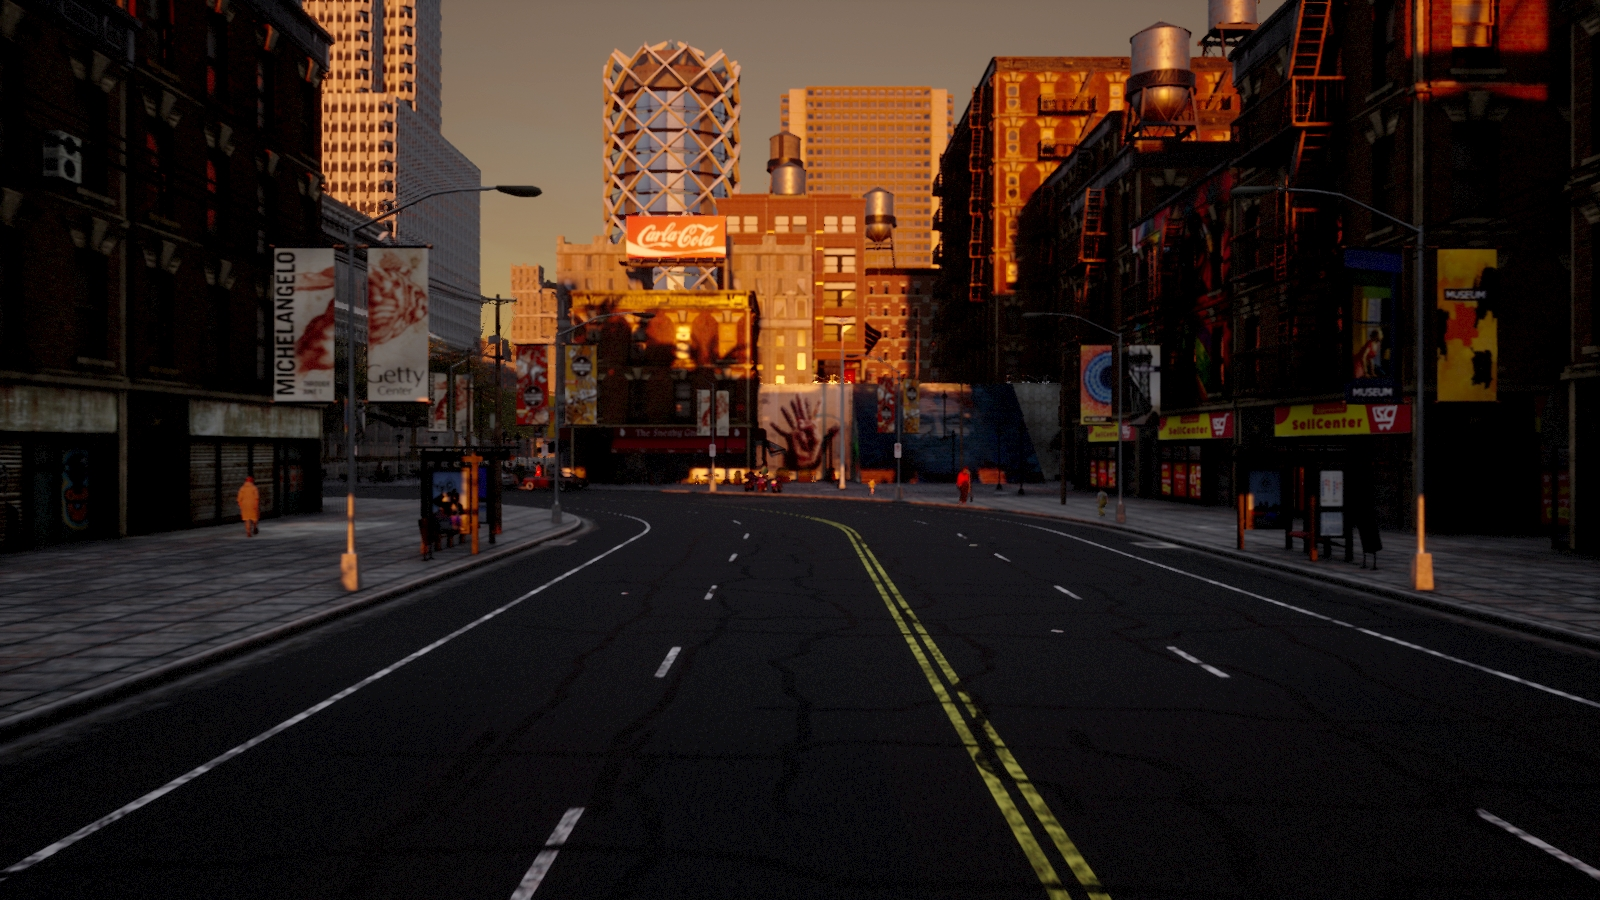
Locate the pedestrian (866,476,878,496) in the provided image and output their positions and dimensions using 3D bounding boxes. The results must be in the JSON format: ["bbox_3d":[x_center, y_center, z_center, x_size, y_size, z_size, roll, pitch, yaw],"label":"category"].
[{"bbox_3d":[4.128,2.073,65.569,0.500,1.100,0.500,0,0,-32],"label":"pedestrian"}]

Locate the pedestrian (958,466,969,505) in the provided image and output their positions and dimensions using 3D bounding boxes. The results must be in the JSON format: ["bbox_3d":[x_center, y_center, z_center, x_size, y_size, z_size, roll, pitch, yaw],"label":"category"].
[{"bbox_3d":[7.893,1.694,55.129,0.375,1.860,0.375,0,0,-18],"label":"pedestrian"}]

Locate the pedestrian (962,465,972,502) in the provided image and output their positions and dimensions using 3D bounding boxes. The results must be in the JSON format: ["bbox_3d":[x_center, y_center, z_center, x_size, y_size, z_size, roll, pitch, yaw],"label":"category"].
[{"bbox_3d":[8.555,1.694,58.385,0.375,1.860,0.375,0,0,-22],"label":"pedestrian"}]

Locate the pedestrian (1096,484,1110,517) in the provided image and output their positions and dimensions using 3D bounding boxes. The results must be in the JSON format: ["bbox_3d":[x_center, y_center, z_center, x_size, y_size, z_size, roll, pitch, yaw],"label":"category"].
[{"bbox_3d":[11.899,1.975,44.890,0.375,1.300,0.375,0,0,-18],"label":"pedestrian"}]

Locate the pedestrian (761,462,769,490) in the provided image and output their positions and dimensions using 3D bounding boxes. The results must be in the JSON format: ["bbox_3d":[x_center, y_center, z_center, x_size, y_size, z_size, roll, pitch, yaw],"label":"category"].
[{"bbox_3d":[-2.311,1.694,74.659,0.375,1.860,0.375,0,0,-45],"label":"pedestrian"}]

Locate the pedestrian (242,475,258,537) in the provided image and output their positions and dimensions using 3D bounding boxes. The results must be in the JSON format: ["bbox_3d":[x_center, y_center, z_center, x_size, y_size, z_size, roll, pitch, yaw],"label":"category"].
[{"bbox_3d":[-16.679,1.694,34.668,0.375,1.860,0.375,0,0,-13],"label":"pedestrian"}]
